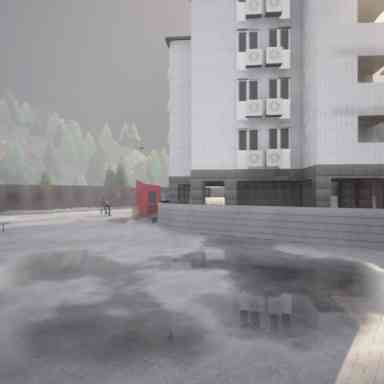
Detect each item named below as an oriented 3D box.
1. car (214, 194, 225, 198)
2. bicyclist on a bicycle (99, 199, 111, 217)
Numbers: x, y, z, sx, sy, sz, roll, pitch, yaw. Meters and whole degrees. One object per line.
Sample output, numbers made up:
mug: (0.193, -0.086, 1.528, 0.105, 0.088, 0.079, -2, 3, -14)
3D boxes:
car: (5.731, 1.291, 55.760, 2.150, 2.045, 5.566, 0, 0, 36)
bicyclist on a bicycle: (-7.748, 1.407, 29.705, 1.656, 1.620, 0.582, -1, 0, 36)
